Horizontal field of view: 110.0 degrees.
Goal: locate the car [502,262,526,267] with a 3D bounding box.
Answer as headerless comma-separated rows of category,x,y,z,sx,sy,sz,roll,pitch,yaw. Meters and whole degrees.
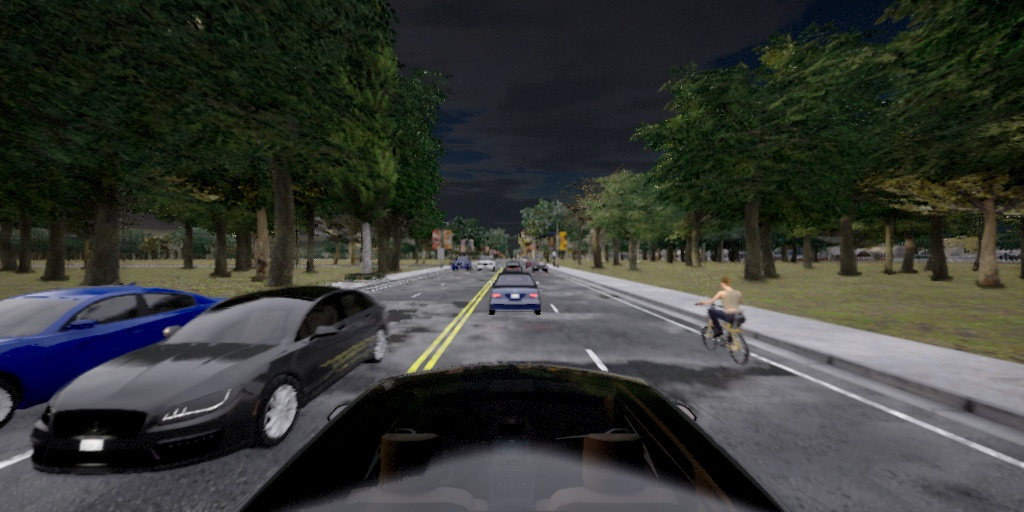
car,0.092,1.268,34.282,1.837,1.490,4.892,0,0,0

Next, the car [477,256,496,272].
car,-3.340,0.996,47.339,2.150,2.045,5.566,0,0,0

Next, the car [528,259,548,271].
car,3.343,1.370,44.078,1.895,1.301,4.718,0,0,0

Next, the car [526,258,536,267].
car,3.299,1.134,59.398,2.097,1.767,4.553,0,0,0

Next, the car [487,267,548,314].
car,0.097,1.302,13.737,2.033,1.411,5.357,0,0,0

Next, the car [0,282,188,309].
car,-6.602,1.229,5.409,1.882,1.535,5.008,0,0,0

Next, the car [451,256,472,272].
car,-6.589,0.997,47.687,2.150,2.045,5.566,0,0,0

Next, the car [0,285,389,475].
car,-3.351,1.256,5.287,1.837,1.490,4.892,0,0,0

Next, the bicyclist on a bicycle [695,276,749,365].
bicyclist on a bicycle,4.161,1.188,7.066,0.866,1.612,1.509,0,0,0
